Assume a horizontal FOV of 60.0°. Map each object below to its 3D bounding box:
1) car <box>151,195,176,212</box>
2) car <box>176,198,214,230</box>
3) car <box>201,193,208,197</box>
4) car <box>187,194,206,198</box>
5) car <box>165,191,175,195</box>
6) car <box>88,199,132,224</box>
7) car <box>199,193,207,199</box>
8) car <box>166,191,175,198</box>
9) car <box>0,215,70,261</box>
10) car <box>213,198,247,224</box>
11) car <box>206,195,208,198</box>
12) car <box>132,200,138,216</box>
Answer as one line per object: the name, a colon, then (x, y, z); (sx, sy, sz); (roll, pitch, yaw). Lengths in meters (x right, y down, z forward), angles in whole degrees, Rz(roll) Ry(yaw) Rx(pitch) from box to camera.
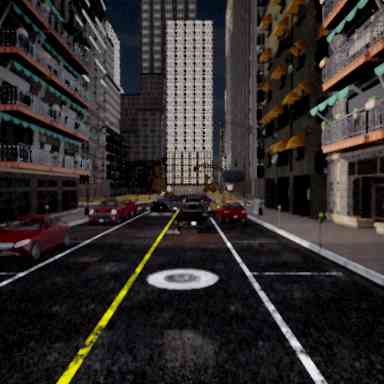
car: (-3.003, 1.313, 34.128); (1.994, 1.385, 4.181); (0, 0, 0)
car: (0.102, 1.358, 19.686); (1.837, 1.490, 4.892); (0, 0, 0)
car: (2.706, 0.878, 77.432); (1.967, 1.590, 4.097); (-1, 0, 0)
car: (0.107, 1.234, 33.069); (1.882, 1.535, 5.008); (0, 0, 0)
car: (-5.673, 0.982, 77.437); (1.887, 1.381, 4.507); (-1, 0, 0)
car: (-5.692, 1.271, 22.877); (1.967, 1.590, 4.097); (-1, 0, 0)
car: (2.709, 0.922, 83.162); (1.752, 1.417, 4.829); (-1, 0, 0)
car: (-5.671, 0.674, 88.554); (2.192, 1.841, 5.009); (-1, 0, 0)
car: (-5.694, 1.493, 11.832); (1.802, 1.307, 4.206); (-1, 0, 0)
car: (2.690, 1.375, 22.861); (1.887, 1.381, 4.507); (-1, 0, 0)
car: (2.693, 1.274, 34.078); (1.752, 1.417, 4.829); (-1, 0, 0)
car: (-5.689, 1.335, 28.402); (1.887, 1.381, 4.507); (-1, 0, 0)
